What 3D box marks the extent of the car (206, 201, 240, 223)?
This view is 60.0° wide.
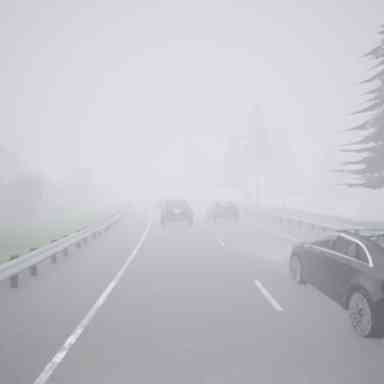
[{"bbox_3d":[2.222,1.390,24.740,2.128,1.511,4.902,0,0,-6],"label":"car"}]

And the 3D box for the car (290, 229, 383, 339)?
[{"bbox_3d":[3.423,1.460,6.497,2.128,1.511,4.902,0,0,-2],"label":"car"}]

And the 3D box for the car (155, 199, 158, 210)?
[{"bbox_3d":[-3.467,1.336,40.586,2.128,1.511,4.902,0,0,-10],"label":"car"}]

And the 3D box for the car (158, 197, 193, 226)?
[{"bbox_3d":[-1.120,1.262,22.916,2.097,1.767,4.553,0,0,-5],"label":"car"}]
